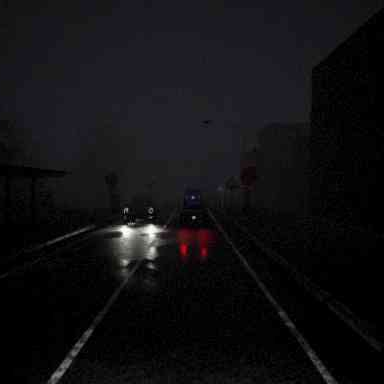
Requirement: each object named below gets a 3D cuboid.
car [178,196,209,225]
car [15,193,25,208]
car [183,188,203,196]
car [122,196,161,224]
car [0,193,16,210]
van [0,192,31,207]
[{"bbox_3d":[0.104,1.273,22.287,2.128,1.511,4.902,0,1,0],"label":"car"},{"bbox_3d":[-22.146,1.215,37.731,4.792,1.488,2.163,0,0,0],"label":"car"},{"bbox_3d":[0.101,0.494,40.087,2.150,2.045,5.566,0,5,0],"label":"car"},{"bbox_3d":[-3.345,1.128,22.653,2.097,1.767,4.553,0,1,0],"label":"car"},{"bbox_3d":[-21.927,1.203,34.954,5.366,1.575,1.946,0,0,0],"label":"car"},{"bbox_3d":[-22.002,0.939,40.503,4.442,1.987,1.878,0,0,0],"label":"van"}]
